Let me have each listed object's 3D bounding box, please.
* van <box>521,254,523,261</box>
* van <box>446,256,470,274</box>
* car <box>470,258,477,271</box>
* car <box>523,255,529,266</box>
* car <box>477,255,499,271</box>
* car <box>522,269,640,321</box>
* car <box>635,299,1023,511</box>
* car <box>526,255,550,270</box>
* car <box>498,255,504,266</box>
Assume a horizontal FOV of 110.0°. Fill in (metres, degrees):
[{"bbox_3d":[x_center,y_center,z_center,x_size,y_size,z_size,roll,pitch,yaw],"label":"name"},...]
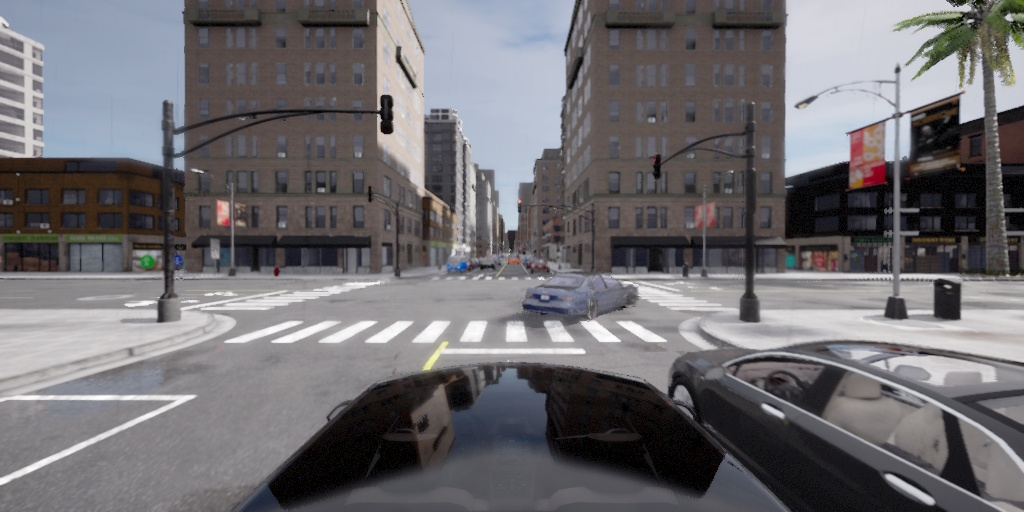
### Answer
[{"bbox_3d":[2.907,0.745,59.886,1.690,1.789,3.998,0,0,0],"label":"van"},{"bbox_3d":[-5.717,0.880,37.244,1.690,1.789,3.998,0,0,0],"label":"van"},{"bbox_3d":[-5.692,0.946,42.912,1.967,1.591,4.097,0,0,0],"label":"car"},{"bbox_3d":[2.858,0.912,48.547,1.967,1.591,4.097,0,0,0],"label":"car"},{"bbox_3d":[-2.918,1.003,44.438,1.837,1.490,4.892,0,0,0],"label":"car"},{"bbox_3d":[2.570,1.239,12.297,2.033,1.411,5.357,0,0,40],"label":"car"},{"bbox_3d":[2.668,1.295,2.560,2.007,1.370,4.403,0,0,0],"label":"car"},{"bbox_3d":[2.809,0.979,37.209,1.967,1.591,4.097,0,0,0],"label":"car"},{"bbox_3d":[-2.805,0.963,60.705,1.994,1.385,4.181,0,0,1],"label":"car"}]
